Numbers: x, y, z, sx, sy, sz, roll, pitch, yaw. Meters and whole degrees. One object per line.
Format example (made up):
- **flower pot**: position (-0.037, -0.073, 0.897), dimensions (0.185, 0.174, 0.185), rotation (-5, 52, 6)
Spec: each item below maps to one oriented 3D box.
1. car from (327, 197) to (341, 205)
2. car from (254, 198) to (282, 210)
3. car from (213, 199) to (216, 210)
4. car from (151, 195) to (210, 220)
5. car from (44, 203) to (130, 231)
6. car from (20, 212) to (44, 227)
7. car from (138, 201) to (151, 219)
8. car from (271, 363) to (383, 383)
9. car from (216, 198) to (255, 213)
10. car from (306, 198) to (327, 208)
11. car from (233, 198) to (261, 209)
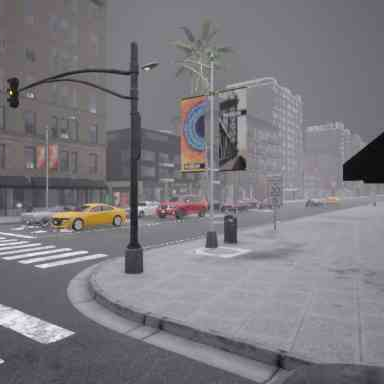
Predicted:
- **car**: position (26.379, 1.624, 61.953), dimensions (1.882, 1.535, 5.008), rotation (0, 0, 35)
- **car**: position (10.851, 1.584, 45.823), dimensions (1.837, 1.490, 4.892), rotation (0, 0, 36)
- **car**: position (1.759, 1.527, 38.644), dimensions (1.882, 1.535, 5.008), rotation (0, 0, 35)
- **car**: position (-0.754, 1.257, 29.442), dimensions (2.150, 2.045, 5.566), rotation (0, 0, 35)
- **car**: position (-6.477, 1.497, 21.308), dimensions (1.882, 1.535, 5.008), rotation (0, 0, 35)
- **car**: position (-9.240, 1.615, 23.047), dimensions (1.895, 1.301, 4.718), rotation (0, 0, 35)
- **car**: position (-4.147, 1.555, 30.262), dimensions (1.812, 1.442, 4.674), rotation (0, 0, 35)
- **car**: position (2.226, 1.551, 1.260), dimensions (4.403, 1.369, 2.008), rotation (0, 0, 35)
- **car**: position (5.009, 1.657, 37.610), dimensions (1.895, 1.301, 4.718), rotation (0, 0, 35)
- **car**: position (18.969, 1.635, 51.441), dimensions (1.812, 1.442, 4.674), rotation (0, 0, 35)
- **car**: position (7.803, 1.579, 47.106), dimensions (1.837, 1.490, 4.892), rotation (0, 0, 37)
